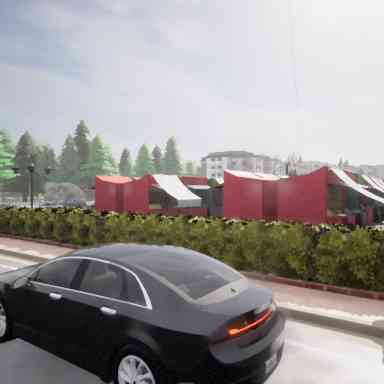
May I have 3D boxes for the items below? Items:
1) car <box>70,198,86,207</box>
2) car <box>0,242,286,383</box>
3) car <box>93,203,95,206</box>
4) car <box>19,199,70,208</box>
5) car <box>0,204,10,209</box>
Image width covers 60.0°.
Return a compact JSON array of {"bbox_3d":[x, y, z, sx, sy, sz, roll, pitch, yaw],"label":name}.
[{"bbox_3d":[-15.245,1.545,40.544,2.128,1.511,4.902,0,0,36],"label":"car"},{"bbox_3d":[-1.158,1.504,4.827,4.892,1.490,1.837,0,0,36],"label":"car"},{"bbox_3d":[-10.191,1.406,41.541,2.097,1.767,4.553,0,0,36],"label":"car"},{"bbox_3d":[-15.508,1.654,34.233,1.895,1.301,4.718,0,0,36],"label":"car"},{"bbox_3d":[-20.853,1.601,32.805,2.033,1.411,5.357,0,0,39],"label":"car"}]
